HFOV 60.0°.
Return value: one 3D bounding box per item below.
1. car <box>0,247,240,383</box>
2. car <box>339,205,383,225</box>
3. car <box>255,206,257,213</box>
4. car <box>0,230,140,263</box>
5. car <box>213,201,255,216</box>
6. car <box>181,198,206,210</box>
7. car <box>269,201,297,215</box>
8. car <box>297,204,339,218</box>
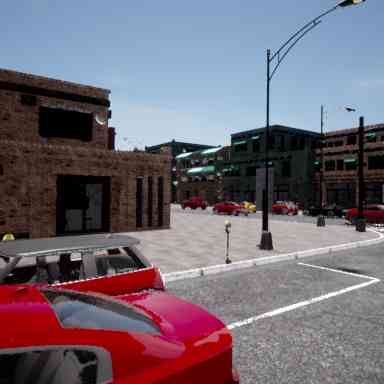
[{"bbox_3d":[-1.945,1.477,1.985,5.008,1.535,1.882,0,0,-35],"label":"car"},{"bbox_3d":[12.658,1.588,22.285,1.812,1.442,4.674,1,-1,-28],"label":"car"},{"bbox_3d":[6.510,1.879,41.917,1.752,1.417,4.829,0,-1,-35],"label":"car"},{"bbox_3d":[-2.409,1.440,4.826,4.097,1.590,1.967,0,1,-36],"label":"car"},{"bbox_3d":[4.090,1.749,35.258,1.812,1.442,4.674,1,-1,-35],"label":"car"},{"bbox_3d":[0.275,1.773,50.893,2.192,1.841,5.009,0,-1,-35],"label":"car"},{"bbox_3d":[9.773,1.739,37.222,1.967,1.590,4.097,0,-1,-35],"label":"car"},{"bbox_3d":[12.938,1.812,32.664,1.947,1.339,4.313,0,-1,-35],"label":"car"}]
